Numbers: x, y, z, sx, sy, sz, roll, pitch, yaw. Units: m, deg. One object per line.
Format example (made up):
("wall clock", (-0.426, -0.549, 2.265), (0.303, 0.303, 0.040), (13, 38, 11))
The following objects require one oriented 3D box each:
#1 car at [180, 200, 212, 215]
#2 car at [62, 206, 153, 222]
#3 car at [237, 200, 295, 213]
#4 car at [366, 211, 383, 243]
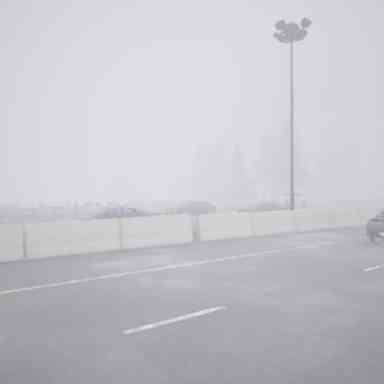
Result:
("car", (-0.045, 1.475, 29.635), (4.892, 1.490, 1.837), (1, 0, -35))
("car", (-4.225, 1.494, 18.136), (5.357, 1.411, 2.033), (0, 0, -35))
("car", (6.465, 1.565, 29.935), (5.357, 1.411, 2.033), (0, 0, -35))
("car", (9.711, 1.507, 14.862), (4.902, 1.511, 2.128), (0, 0, -35))
